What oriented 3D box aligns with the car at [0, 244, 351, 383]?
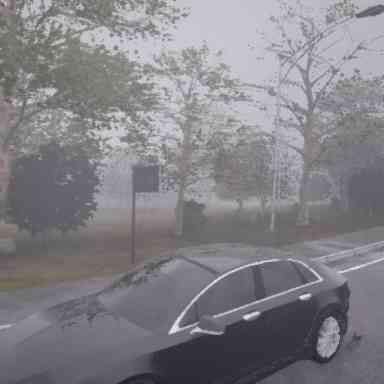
[{"bbox_3d":[0.156,1.519,4.263,4.892,1.490,1.837,0,0,-37],"label":"car"}]
